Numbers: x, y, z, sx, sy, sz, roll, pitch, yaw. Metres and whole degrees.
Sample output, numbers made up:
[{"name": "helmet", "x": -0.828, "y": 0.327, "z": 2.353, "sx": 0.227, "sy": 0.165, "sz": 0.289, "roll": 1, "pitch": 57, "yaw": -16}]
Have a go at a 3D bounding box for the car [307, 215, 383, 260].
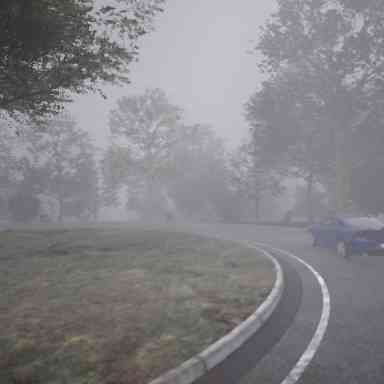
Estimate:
[{"name": "car", "x": 6.243, "y": 1.646, "z": 13.320, "sx": 1.882, "sy": 1.535, "sz": 5.008, "roll": 0, "pitch": -1, "yaw": -1}]
